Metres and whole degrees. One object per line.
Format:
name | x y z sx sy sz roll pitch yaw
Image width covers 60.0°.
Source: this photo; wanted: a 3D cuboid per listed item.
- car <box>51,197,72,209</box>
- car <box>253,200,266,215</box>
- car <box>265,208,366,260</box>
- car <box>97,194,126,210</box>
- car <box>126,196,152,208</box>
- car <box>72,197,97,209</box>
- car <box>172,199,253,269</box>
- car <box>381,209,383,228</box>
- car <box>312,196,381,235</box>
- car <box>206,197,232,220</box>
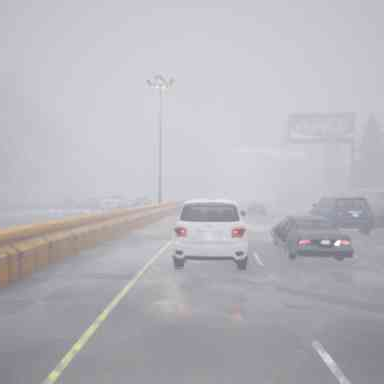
car | -17.144 1.475 44.894 2.128 1.511 4.902 0 0 6
car | 6.418 1.565 33.845 1.812 1.442 4.674 0 0 6
car | 4.245 1.568 12.504 2.033 1.411 5.357 0 0 5
car | -10.164 1.326 44.316 2.150 2.045 5.566 0 0 6
car | -6.677 1.426 44.011 2.097 1.767 4.553 0 0 6
car | -13.672 1.506 44.456 1.837 1.490 4.892 0 0 6
car | 0.683 1.231 11.404 2.150 2.045 5.566 0 0 5
car | 11.932 1.524 19.070 1.882 1.535 5.008 0 0 6
car | 8.426 1.258 19.279 2.150 2.045 5.566 0 0 6
car | 2.453 1.378 29.443 2.097 1.767 4.553 0 0 6
